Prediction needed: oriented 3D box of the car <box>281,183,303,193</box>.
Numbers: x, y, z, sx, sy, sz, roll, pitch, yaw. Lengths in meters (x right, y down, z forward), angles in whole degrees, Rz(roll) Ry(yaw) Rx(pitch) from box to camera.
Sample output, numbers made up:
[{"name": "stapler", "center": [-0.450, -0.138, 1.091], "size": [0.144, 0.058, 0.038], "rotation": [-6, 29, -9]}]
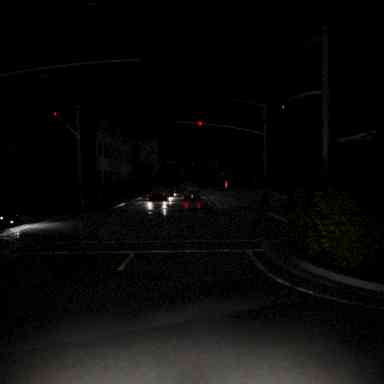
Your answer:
[{"name": "car", "center": [15.267, -0.526, 52.071], "size": [2.007, 1.523, 4.514], "rotation": [-1, 2, 0]}]

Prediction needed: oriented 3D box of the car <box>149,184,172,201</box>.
[{"name": "car", "center": [-3.717, 0.162, 37.765], "size": [1.882, 1.535, 5.008], "rotation": [-1, 2, 0]}]

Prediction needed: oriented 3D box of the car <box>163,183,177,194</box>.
[{"name": "car", "center": [-3.727, -0.643, 57.572], "size": [2.097, 1.767, 4.553], "rotation": [-1, 2, 0]}]

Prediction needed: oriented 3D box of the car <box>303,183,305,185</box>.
[{"name": "car", "center": [18.891, -0.874, 59.132], "size": [1.970, 1.475, 3.806], "rotation": [-1, 2, 0]}]

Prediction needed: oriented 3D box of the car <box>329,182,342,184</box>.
[{"name": "car", "center": [25.306, -1.035, 59.484], "size": [2.152, 1.636, 5.027], "rotation": [-1, 2, 0]}]

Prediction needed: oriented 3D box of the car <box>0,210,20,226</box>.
[{"name": "car", "center": [-12.051, 1.213, 17.396], "size": [5.357, 1.411, 2.033], "rotation": [-1, 2, 0]}]

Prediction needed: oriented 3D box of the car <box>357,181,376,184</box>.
[{"name": "car", "center": [19.014, -0.177, 34.213], "size": [1.905, 1.878, 3.866], "rotation": [-1, 2, 0]}]

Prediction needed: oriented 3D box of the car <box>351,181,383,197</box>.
[{"name": "car", "center": [22.259, -0.462, 42.093], "size": [1.932, 1.855, 4.605], "rotation": [-1, 2, 0]}]

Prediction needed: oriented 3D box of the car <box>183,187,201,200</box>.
[{"name": "car", "center": [0.008, 0.137, 38.679], "size": [1.812, 1.442, 4.674], "rotation": [-1, 2, 0]}]

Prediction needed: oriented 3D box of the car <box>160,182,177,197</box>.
[{"name": "car", "center": [-3.740, -0.434, 47.682], "size": [2.150, 2.045, 5.566], "rotation": [-1, 2, 0]}]
